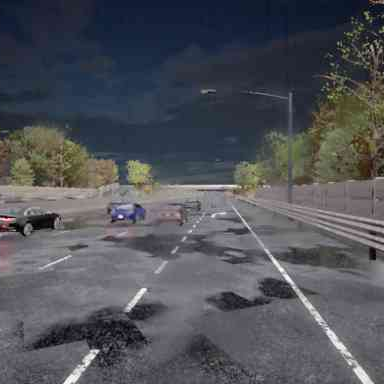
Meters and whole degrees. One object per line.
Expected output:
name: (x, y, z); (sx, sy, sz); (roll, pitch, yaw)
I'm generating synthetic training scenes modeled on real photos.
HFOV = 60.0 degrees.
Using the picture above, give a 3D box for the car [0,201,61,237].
car: (-8.879, 1.490, 17.944); (2.128, 1.511, 4.902); (0, 0, 5)

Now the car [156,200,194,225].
car: (-1.320, 1.547, 23.920); (2.033, 1.411, 5.357); (0, 0, 5)

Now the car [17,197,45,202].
car: (-20.785, 1.570, 44.352); (1.994, 1.385, 4.181); (0, 0, 5)

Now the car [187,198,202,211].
car: (0.150, 1.496, 40.464); (2.128, 1.511, 4.902); (0, 0, 5)

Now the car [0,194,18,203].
car: (-24.352, 1.358, 43.770); (2.097, 1.767, 4.553); (0, 0, 5)

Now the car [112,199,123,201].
car: (-7.378, 1.493, 34.824); (2.128, 1.511, 4.902); (0, 0, 5)

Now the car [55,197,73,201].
car: (-17.252, 1.512, 44.575); (1.837, 1.490, 4.892); (0, 0, 5)

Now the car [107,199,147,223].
car: (-4.718, 1.526, 25.233); (1.812, 1.442, 4.674); (0, 0, 5)
